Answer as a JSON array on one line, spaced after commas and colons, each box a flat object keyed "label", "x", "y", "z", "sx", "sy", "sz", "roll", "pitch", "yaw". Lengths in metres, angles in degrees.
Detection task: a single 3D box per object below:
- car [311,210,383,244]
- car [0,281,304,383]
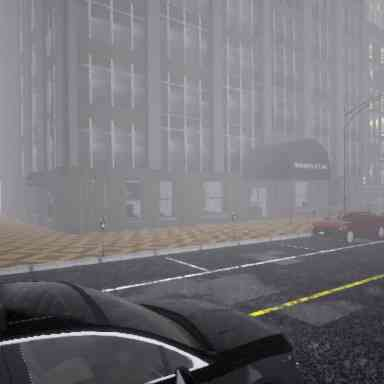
[{"label": "car", "x": 7.474, "y": 1.542, "z": 15.764, "sx": 4.507, "sy": 1.381, "sz": 1.887, "roll": 0, "pitch": -1, "yaw": -35}, {"label": "car", "x": -1.181, "y": 1.504, "z": 2.478, "sx": 4.892, "sy": 1.490, "sz": 1.837, "roll": 0, "pitch": 0, "yaw": -35}]
